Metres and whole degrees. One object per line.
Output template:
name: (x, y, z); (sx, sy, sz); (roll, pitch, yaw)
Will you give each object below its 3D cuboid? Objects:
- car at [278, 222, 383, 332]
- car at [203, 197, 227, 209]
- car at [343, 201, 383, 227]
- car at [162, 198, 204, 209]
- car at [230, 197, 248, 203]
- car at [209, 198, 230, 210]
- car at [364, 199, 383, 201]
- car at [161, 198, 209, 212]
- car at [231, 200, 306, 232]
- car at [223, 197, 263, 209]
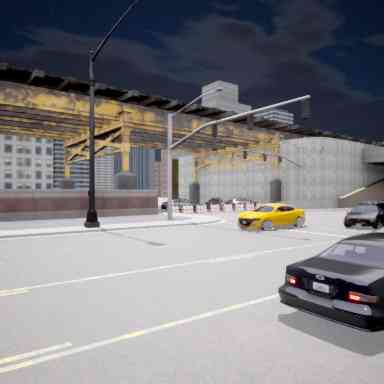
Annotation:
car: (4.079, 1.547, 6.688); (5.357, 1.411, 2.033); (0, 0, -35)
car: (2.831, 1.295, 40.545); (1.853, 1.218, 4.536); (0, 0, 18)
car: (11.332, 1.547, 21.504); (2.033, 1.411, 5.357); (0, 0, 37)
car: (-0.981, 1.295, 37.817); (4.536, 1.218, 1.853); (0, 0, 8)
car: (6.674, 1.295, 44.249); (4.536, 1.218, 1.853); (0, 0, -7)
car: (2.815, 1.453, 40.495); (2.038, 1.542, 4.974); (0, 0, 18)
car: (18.991, 1.492, 35.176); (4.902, 1.511, 2.128); (0, 0, -40)
car: (-0.930, 1.453, 37.810); (4.974, 1.542, 2.038); (0, 0, 8)
car: (4.965, 1.477, 20.477); (5.008, 1.535, 1.882); (0, 0, -38)
car: (6.725, 1.453, 44.255); (4.974, 1.542, 2.038); (0, 0, -7)
